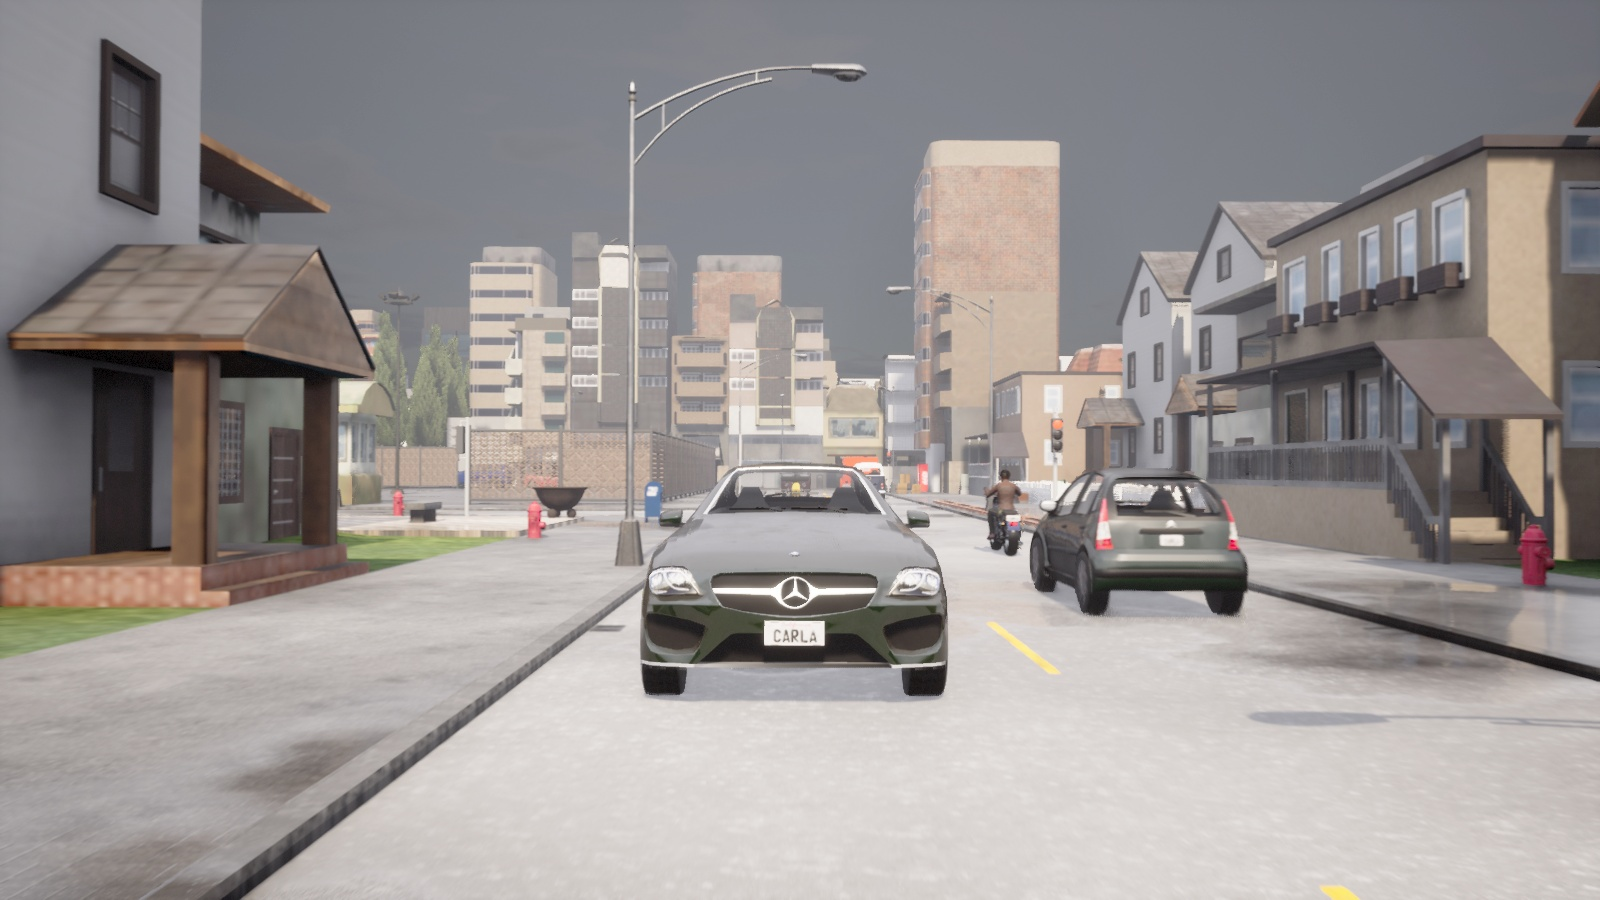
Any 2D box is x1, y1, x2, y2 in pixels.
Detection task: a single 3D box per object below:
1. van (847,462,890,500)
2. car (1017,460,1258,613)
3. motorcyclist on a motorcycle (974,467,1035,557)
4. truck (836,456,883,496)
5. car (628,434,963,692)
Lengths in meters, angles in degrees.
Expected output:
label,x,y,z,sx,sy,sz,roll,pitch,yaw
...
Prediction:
label,x,y,z,sx,sy,sz,roll,pitch,yaw
van,3.787,1.700,70.295,2.069,2.038,4.480,0,-1,-1
car,3.949,0.955,15.395,1.851,1.617,3.988,0,-1,0
motorcyclist on a motorcycle,3.924,1.155,24.277,0.766,1.649,2.350,0,-1,0
truck,3.766,1.652,80.089,2.627,2.467,5.204,0,-1,-1
car,-0.038,0.771,10.605,2.152,1.651,5.027,0,-1,0
